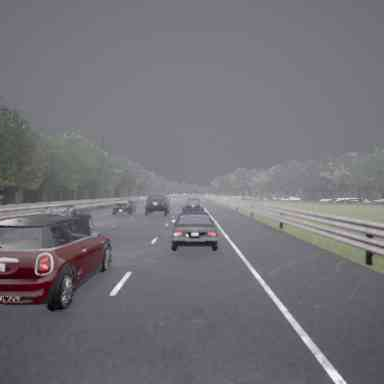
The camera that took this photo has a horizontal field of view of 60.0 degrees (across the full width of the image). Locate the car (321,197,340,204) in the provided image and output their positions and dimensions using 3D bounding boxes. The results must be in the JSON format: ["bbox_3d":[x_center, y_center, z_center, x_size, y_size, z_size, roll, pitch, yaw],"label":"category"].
[{"bbox_3d":[32.184,1.880,76.832,1.837,1.490,4.892,0,0,-30],"label":"car"}]

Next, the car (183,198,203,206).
[{"bbox_3d":[0.109,1.396,34.267,2.097,1.767,4.553,0,0,0],"label":"car"}]

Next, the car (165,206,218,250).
[{"bbox_3d":[0.104,1.561,14.405,2.033,1.411,5.357,0,0,0],"label":"car"}]

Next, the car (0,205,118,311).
[{"bbox_3d":[-3.395,1.352,7.933,2.097,1.767,4.553,0,0,0],"label":"car"}]

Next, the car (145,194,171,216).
[{"bbox_3d":[-3.392,1.264,33.749,2.150,2.045,5.566,0,0,0],"label":"car"}]

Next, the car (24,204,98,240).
[{"bbox_3d":[-6.897,1.510,18.182,2.128,1.511,4.902,0,0,0],"label":"car"}]

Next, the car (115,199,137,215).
[{"bbox_3d":[-6.892,1.550,34.621,1.837,1.490,4.892,0,0,0],"label":"car"}]
